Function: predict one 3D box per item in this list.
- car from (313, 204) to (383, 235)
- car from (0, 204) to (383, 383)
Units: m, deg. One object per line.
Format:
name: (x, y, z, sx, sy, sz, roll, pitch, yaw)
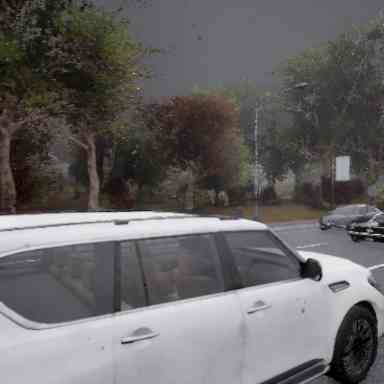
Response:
car: (9.296, 1.494, 19.230, 4.892, 1.490, 1.837, 1, 0, -36)
car: (-0.098, 1.221, 3.699, 5.566, 2.045, 2.150, 0, 0, -35)
